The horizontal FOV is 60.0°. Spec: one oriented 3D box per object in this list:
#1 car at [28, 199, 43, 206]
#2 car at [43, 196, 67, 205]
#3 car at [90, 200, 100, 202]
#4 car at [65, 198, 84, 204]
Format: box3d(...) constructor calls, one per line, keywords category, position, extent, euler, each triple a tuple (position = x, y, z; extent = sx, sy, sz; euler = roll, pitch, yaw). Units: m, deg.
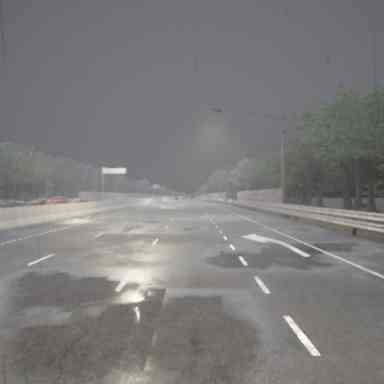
box3d(category="car", position=(-28.060, 2.062, 60.878), extent=(1.882, 1.535, 5.008), euler=(0, -1, 0))
box3d(category="car", position=(-24.561, 1.808, 60.861), extent=(2.150, 2.045, 5.566), euler=(0, -1, 0))
box3d(category="car", position=(-17.575, 2.146, 60.949), extent=(1.994, 1.385, 4.181), euler=(0, -1, 0))
box3d(category="car", position=(-21.070, 2.110, 60.920), extent=(1.812, 1.442, 4.674), euler=(0, -1, 0))
